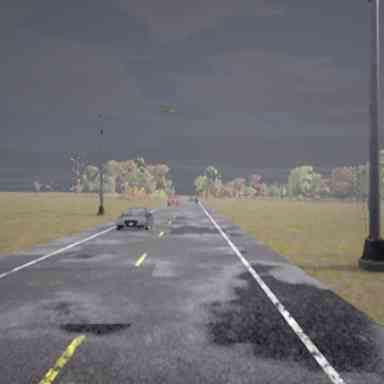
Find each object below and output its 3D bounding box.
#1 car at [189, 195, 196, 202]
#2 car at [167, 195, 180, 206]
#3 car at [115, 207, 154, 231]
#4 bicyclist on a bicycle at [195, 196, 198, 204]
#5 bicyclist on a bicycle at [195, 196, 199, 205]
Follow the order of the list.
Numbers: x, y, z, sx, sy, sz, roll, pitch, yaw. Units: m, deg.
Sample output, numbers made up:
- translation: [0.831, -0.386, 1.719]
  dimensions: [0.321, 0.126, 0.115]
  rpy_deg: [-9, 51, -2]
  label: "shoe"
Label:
- translation: [0.055, 1.981, 93.503]
  dimensions: [2.128, 1.511, 4.902]
  rpy_deg: [0, 0, 0]
  label: "car"
- translation: [-3.487, 1.602, 62.679]
  dimensions: [2.150, 2.045, 5.566]
  rpy_deg: [0, 0, 1]
  label: "car"
- translation: [-3.586, 1.698, 21.552]
  dimensions: [1.994, 1.385, 4.181]
  rpy_deg: [0, 0, 0]
  label: "car"
- translation: [1.006, 1.821, 74.730]
  dimensions: [0.659, 1.776, 1.843]
  rpy_deg: [0, 0, 0]
  label: "bicyclist on a bicycle"
- translation: [1.002, 1.851, 65.734]
  dimensions: [0.582, 1.620, 1.656]
  rpy_deg: [0, -1, 0]
  label: "bicyclist on a bicycle"
